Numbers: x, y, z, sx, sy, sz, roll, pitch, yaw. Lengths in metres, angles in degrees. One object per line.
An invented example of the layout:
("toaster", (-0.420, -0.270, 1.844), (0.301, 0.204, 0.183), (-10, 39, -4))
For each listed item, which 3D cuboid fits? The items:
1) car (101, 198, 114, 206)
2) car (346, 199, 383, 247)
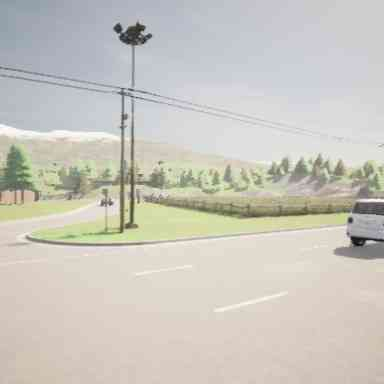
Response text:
("car", (-14.789, 1.715, 57.962), (1.994, 1.385, 4.181), (0, 0, -12))
("car", (8.952, 1.330, 14.428), (5.566, 2.045, 2.150), (1, 0, -35))
